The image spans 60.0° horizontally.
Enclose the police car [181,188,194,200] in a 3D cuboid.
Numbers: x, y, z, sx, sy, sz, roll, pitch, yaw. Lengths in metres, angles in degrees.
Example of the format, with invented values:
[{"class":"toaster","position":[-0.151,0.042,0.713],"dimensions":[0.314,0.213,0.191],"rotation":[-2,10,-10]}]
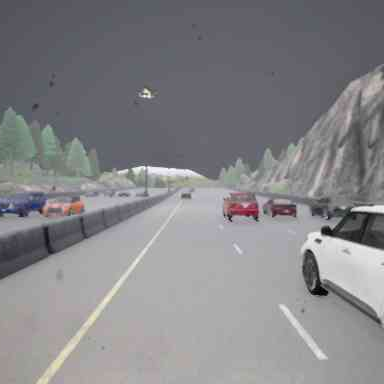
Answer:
[{"class":"police car","position":[-1.042,0.530,60.542],"dimensions":[1.930,1.638,5.238],"rotation":[0,2,0]}]

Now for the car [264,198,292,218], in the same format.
[{"class":"car","position":[7.103,1.237,27.366],"dimensions":[1.882,1.535,5.008],"rotation":[0,1,0]}]

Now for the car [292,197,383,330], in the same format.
[{"class":"car","position":[3.600,1.194,5.407],"dimensions":[2.150,2.045,5.566],"rotation":[0,0,0]}]

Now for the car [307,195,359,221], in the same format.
[{"class":"car","position":[10.603,1.137,25.444],"dimensions":[2.097,1.767,4.553],"rotation":[0,1,0]}]

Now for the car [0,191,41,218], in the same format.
[{"class":"car","position":[-14.095,0.978,27.730],"dimensions":[2.150,2.045,5.566],"rotation":[0,1,0]}]

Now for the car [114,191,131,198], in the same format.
[{"class":"car","position":[-13.991,0.486,68.505],"dimensions":[1.895,1.301,4.718],"rotation":[0,2,0]}]

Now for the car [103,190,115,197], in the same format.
[{"class":"car","position":[-17.491,0.307,70.756],"dimensions":[1.837,1.490,4.892],"rotation":[0,2,0]}]

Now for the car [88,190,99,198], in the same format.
[{"class":"car","position":[-20.991,0.361,69.924],"dimensions":[2.128,1.511,4.902],"rotation":[0,2,0]}]

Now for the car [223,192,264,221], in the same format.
[{"class":"car","position":[3.603,1.012,25.107],"dimensions":[2.150,2.045,5.566],"rotation":[0,1,0]}]

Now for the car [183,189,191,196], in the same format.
[{"class":"car","position":[-1.040,0.180,76.446],"dimensions":[1.812,1.442,4.674],"rotation":[0,2,0]}]

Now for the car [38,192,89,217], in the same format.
[{"class":"car","position":[-10.593,1.108,27.773],"dimensions":[2.097,1.767,4.553],"rotation":[0,1,0]}]

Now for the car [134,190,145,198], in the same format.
[{"class":"car","position":[-10.491,0.413,68.533],"dimensions":[1.812,1.442,4.674],"rotation":[0,2,0]}]
